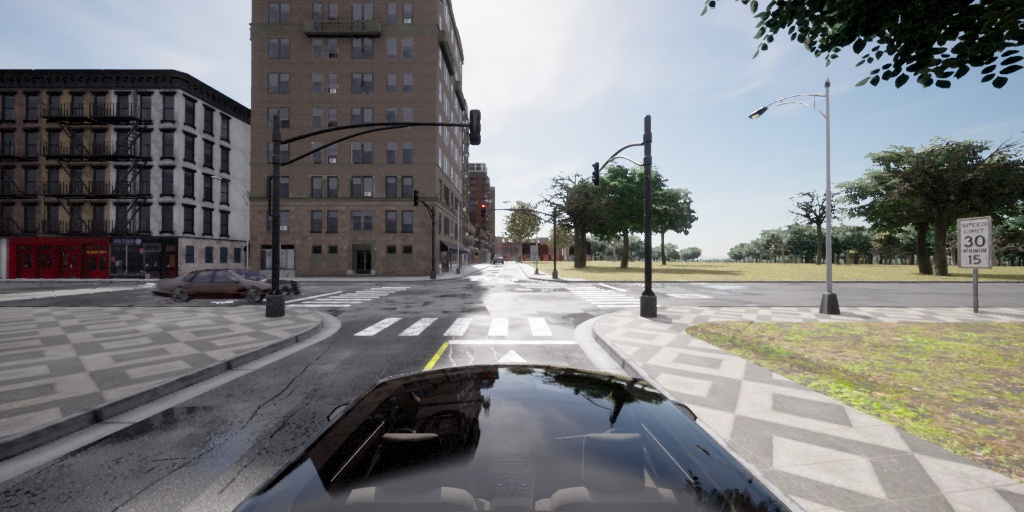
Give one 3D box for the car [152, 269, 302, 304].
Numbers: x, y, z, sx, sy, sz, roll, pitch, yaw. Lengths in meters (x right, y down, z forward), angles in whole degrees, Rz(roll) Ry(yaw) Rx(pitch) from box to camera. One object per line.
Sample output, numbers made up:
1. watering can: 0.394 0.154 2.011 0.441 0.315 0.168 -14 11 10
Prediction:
1. car: -12.135 1.249 15.443 5.357 1.411 2.033 0 -1 0
